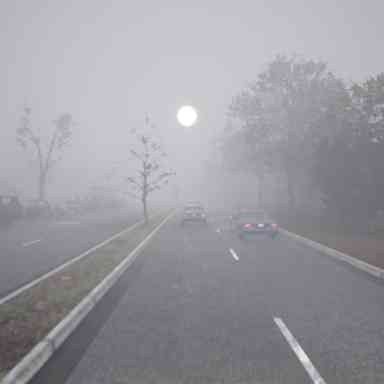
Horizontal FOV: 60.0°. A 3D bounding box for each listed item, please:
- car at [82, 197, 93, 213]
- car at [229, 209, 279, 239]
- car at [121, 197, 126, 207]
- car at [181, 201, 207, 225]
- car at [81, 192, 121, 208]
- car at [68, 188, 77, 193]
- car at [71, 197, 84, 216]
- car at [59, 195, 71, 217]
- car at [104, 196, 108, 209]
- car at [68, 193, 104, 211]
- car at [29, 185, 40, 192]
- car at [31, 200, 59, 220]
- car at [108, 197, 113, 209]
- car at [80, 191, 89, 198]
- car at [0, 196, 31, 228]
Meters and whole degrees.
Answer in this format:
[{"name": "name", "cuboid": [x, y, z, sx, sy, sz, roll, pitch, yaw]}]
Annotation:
[{"name": "car", "cuboid": [-13.755, 1.670, 36.493, 4.792, 1.488, 2.163, -1, 0, -20]}, {"name": "car", "cuboid": [3.133, 1.579, 17.606, 2.033, 1.411, 5.357, 0, 0, 0]}, {"name": "car", "cuboid": [-13.627, 1.521, 51.548, 5.566, 2.045, 2.435, -1, -1, -20]}, {"name": "car", "cuboid": [0.146, 1.612, 24.506, 2.033, 1.411, 5.357, 0, 0, 0]}, {"name": "car", "cuboid": [-13.705, 1.495, 48.512, 5.566, 2.045, 2.435, -1, 0, -20]}, {"name": "car", "cuboid": [-31.011, 0.077, 86.336, 2.435, 2.045, 5.566, 6, -3, -19]}, {"name": "car", "cuboid": [-13.744, 1.618, 33.509, 4.892, 1.521, 2.231, -1, -1, -20]}, {"name": "car", "cuboid": [-13.778, 1.469, 30.500, 4.553, 1.767, 2.185, -1, -1, -20]}, {"name": "car", "cuboid": [-13.884, 1.692, 42.447, 5.366, 1.575, 1.946, -1, 0, -20]}, {"name": "car", "cuboid": [-13.750, 1.416, 39.498, 5.566, 2.045, 2.435, -1, 0, -20]}, {"name": "car", "cuboid": [-40.049, -0.489, 86.406, 2.231, 1.521, 4.892, 6, -3, -19]}, {"name": "car", "cuboid": [-13.723, 1.447, 27.514, 4.553, 1.767, 2.185, -1, 0, -20]}, {"name": "car", "cuboid": [-13.689, 1.759, 45.513, 4.674, 1.452, 2.002, -1, 0, -20]}, {"name": "car", "cuboid": [-28.017, 0.639, 86.267, 2.002, 1.452, 4.674, 6, -3, -19]}, {"name": "car", "cuboid": [-13.794, 1.288, 21.488, 5.566, 2.045, 2.435, -1, 0, -20]}]
